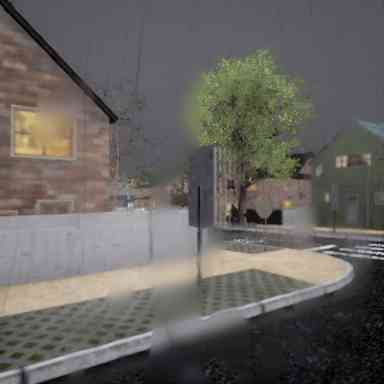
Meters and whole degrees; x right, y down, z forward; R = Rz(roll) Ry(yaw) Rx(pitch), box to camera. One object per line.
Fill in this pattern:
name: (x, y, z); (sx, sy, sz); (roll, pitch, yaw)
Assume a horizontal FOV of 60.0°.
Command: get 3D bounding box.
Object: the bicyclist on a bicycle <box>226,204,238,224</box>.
bicyclist on a bicycle: (3.472, 1.780, 27.630); (1.656, 1.620, 0.582); (-3, 1, -35)
